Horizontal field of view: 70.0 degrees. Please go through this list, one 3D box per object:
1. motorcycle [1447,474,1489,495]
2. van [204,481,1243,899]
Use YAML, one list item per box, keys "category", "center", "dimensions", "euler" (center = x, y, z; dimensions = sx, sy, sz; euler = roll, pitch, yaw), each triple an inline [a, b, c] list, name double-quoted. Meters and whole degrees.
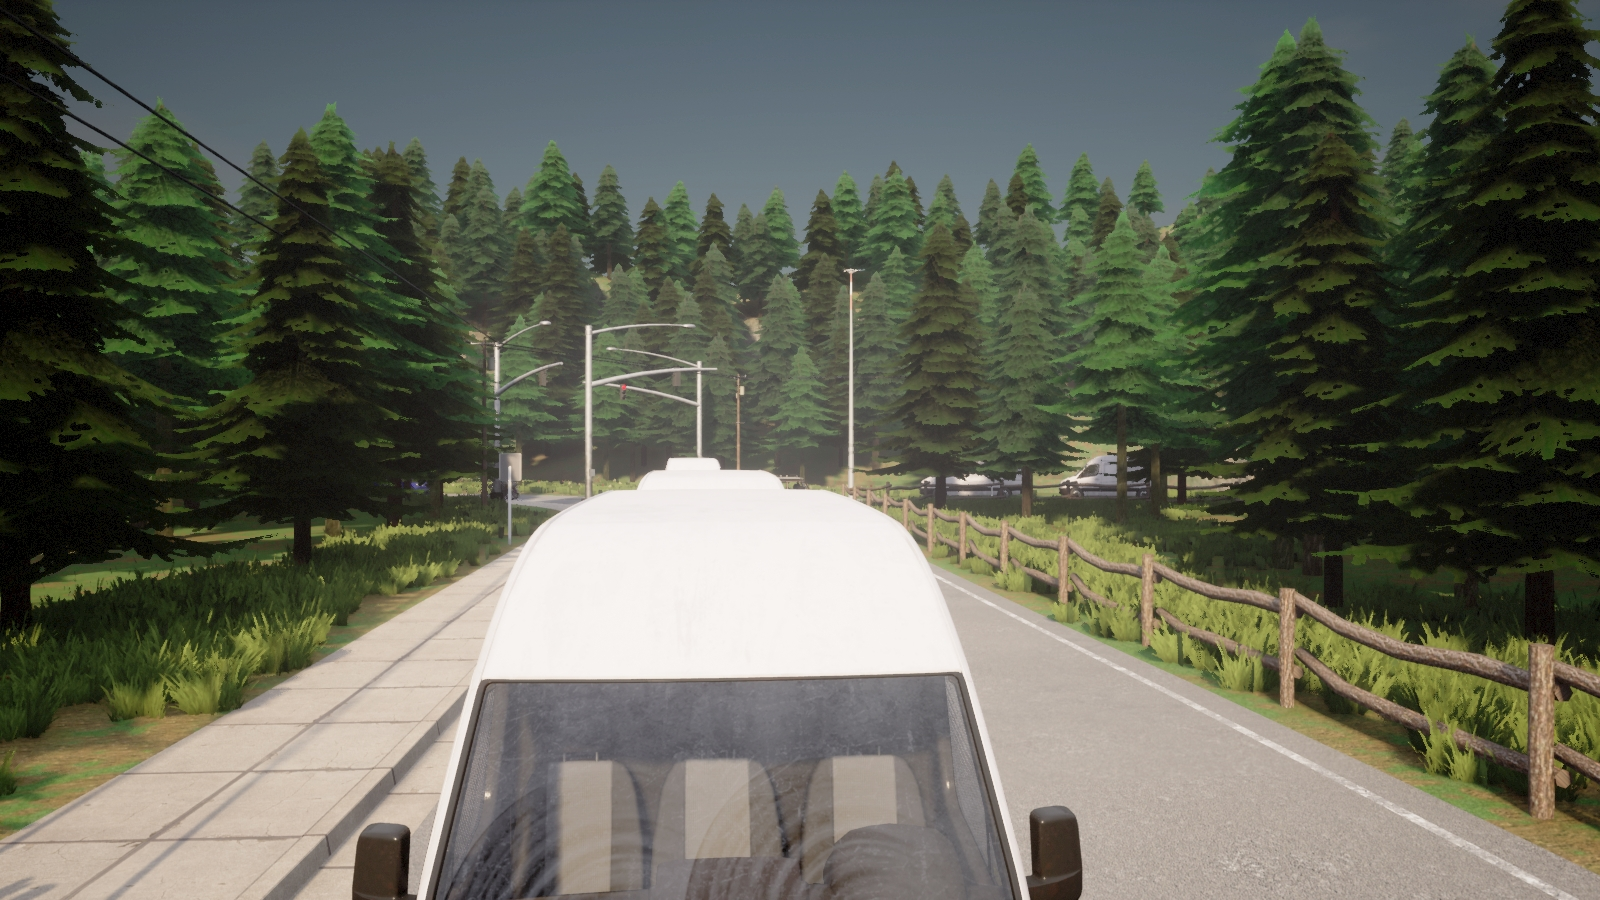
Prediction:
- category: "motorcycle"
  center: [41.889, 2.178, 71.618]
  dimensions: [2.209, 1.251, 0.867]
  euler: [0, 0, 34]
- category: "van"
  center: [-0.347, 1.499, 5.139]
  dimensions: [1.988, 2.561, 5.915]
  euler: [0, 0, -5]
